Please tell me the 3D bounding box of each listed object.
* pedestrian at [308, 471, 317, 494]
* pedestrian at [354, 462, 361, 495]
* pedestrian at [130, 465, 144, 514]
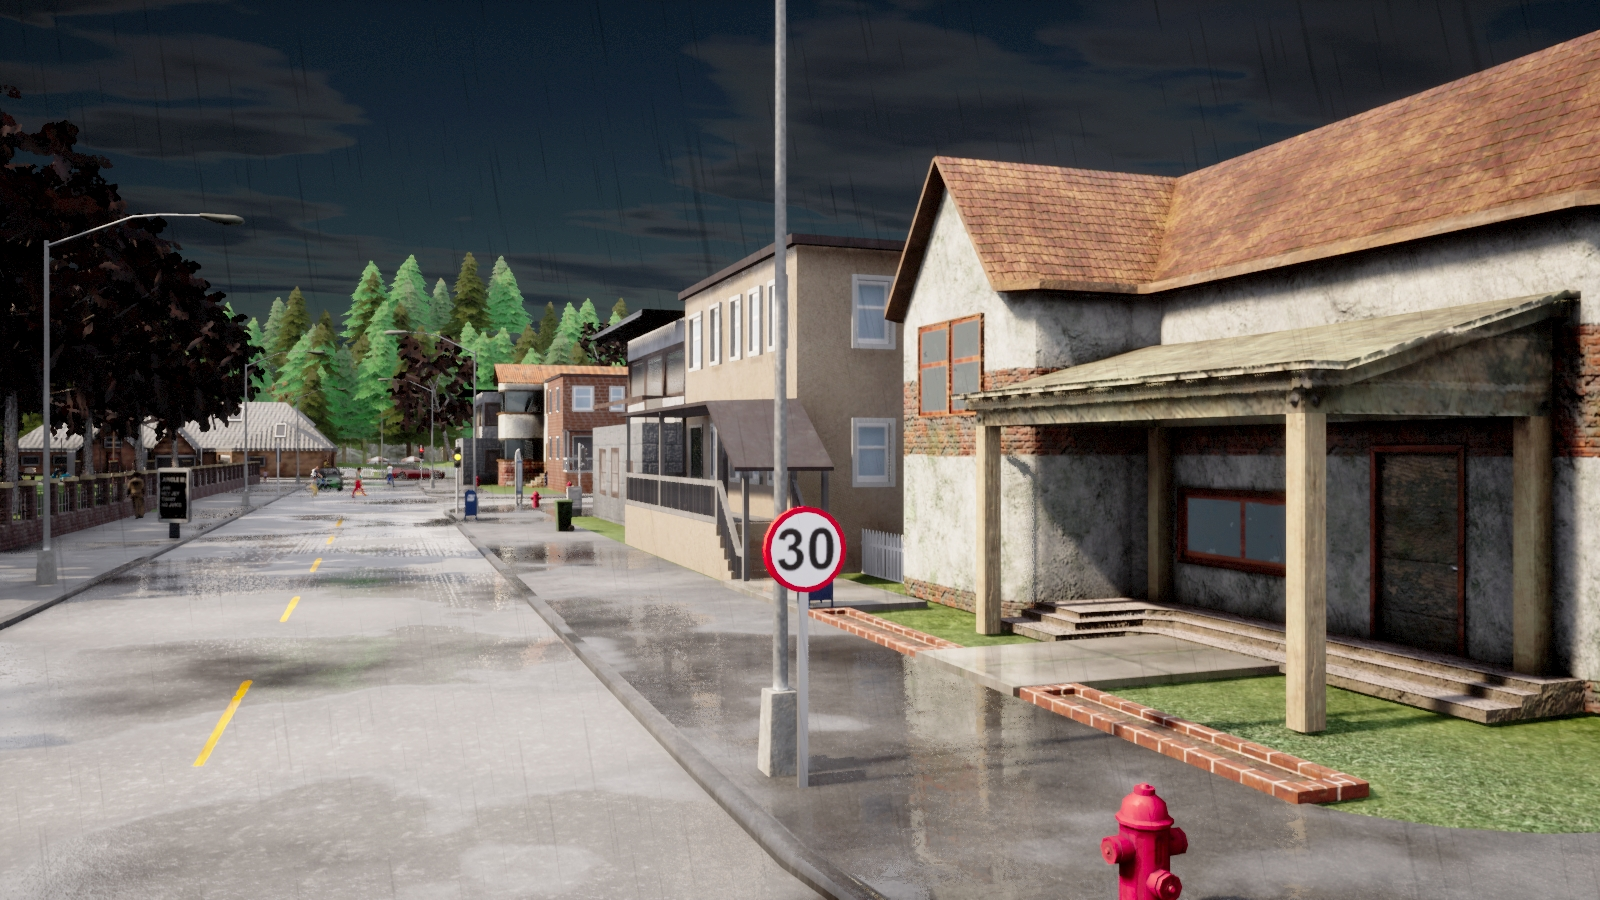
[{"bbox_3d":[-28.564,1.908,66.962,0.375,1.300,0.375,0,0,1],"label":"pedestrian"},{"bbox_3d":[-25.474,1.628,65.797,0.375,1.860,0.375,0,0,-26],"label":"pedestrian"},{"bbox_3d":[-25.498,1.525,43.939,0.375,1.860,0.375,0,0,-20],"label":"pedestrian"}]
